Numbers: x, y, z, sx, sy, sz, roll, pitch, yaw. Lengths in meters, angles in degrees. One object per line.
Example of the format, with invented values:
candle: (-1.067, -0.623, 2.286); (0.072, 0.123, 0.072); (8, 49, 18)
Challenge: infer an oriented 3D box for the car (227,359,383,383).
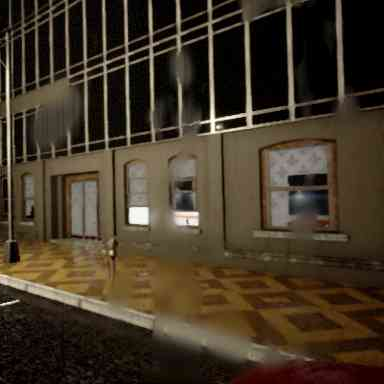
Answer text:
car: (1.957, 1.573, 1.496); (4.206, 1.307, 1.802); (-1, -2, 36)
